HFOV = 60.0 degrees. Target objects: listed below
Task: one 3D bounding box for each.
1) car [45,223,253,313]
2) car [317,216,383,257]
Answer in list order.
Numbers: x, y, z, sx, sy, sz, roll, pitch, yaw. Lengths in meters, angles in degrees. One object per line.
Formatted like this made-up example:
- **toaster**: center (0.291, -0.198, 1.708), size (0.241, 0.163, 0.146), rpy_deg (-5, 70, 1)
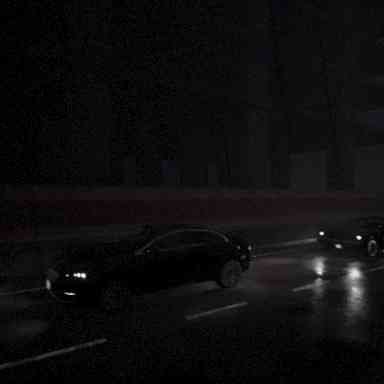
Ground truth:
- **car**: center (-0.736, 1.516, 7.770), size (4.902, 1.511, 2.128), rpy_deg (0, 0, -35)
- **car**: center (7.132, 1.679, 13.396), size (4.718, 1.301, 1.895), rpy_deg (0, 0, -35)
